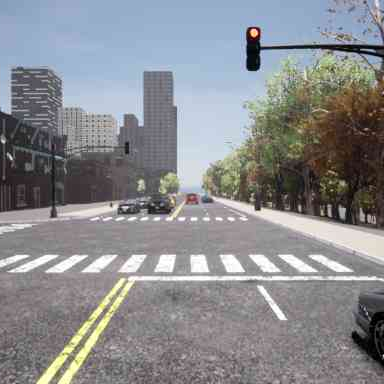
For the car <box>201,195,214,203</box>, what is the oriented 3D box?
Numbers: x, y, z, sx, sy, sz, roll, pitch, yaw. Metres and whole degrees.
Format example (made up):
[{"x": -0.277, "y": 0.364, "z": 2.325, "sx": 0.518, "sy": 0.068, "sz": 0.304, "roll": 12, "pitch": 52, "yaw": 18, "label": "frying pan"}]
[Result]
[{"x": 3.222, "y": 1.539, "z": 65.873, "sx": 1.994, "sy": 1.385, "sz": 4.181, "roll": 0, "pitch": 0, "yaw": 0, "label": "car"}]

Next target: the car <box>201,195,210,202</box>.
[{"x": 3.101, "y": 1.447, "z": 75.901, "sx": 1.882, "sy": 1.535, "sz": 5.008, "roll": 0, "pitch": 0, "yaw": 0, "label": "car"}]

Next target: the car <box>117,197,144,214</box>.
[{"x": -6.662, "y": 1.481, "z": 35.566, "sx": 2.128, "sy": 1.511, "sz": 4.902, "roll": 0, "pitch": 0, "yaw": 0, "label": "car"}]

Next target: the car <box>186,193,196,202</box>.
[{"x": -0.150, "y": 1.195, "z": 75.712, "sx": 2.150, "sy": 2.045, "sz": 5.566, "roll": 0, "pitch": 0, "yaw": 0, "label": "car"}]

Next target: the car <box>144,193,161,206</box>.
[{"x": -6.695, "y": 1.201, "z": 56.655, "sx": 2.150, "sy": 2.045, "sz": 5.566, "roll": 0, "pitch": 0, "yaw": 1, "label": "car"}]

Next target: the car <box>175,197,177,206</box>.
[{"x": -3.427, "y": 1.462, "z": 45.890, "sx": 1.882, "sy": 1.535, "sz": 5.008, "roll": 0, "pitch": 0, "yaw": 0, "label": "car"}]

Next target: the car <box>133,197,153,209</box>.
[{"x": -6.676, "y": 1.476, "z": 45.967, "sx": 2.128, "sy": 1.511, "sz": 4.902, "roll": 0, "pitch": 0, "yaw": 0, "label": "car"}]

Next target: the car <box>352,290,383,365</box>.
[{"x": 3.345, "y": 1.547, "z": 2.555, "sx": 2.033, "sy": 1.411, "sz": 5.357, "roll": 0, "pitch": 0, "yaw": 0, "label": "car"}]

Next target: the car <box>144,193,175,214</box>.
[{"x": -3.422, "y": 1.210, "z": 35.892, "sx": 2.150, "sy": 2.045, "sz": 5.566, "roll": 0, "pitch": 0, "yaw": 1, "label": "car"}]

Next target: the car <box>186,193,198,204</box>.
[{"x": -0.027, "y": 1.195, "z": 62.967, "sx": 2.150, "sy": 2.045, "sz": 5.566, "roll": 0, "pitch": 0, "yaw": 0, "label": "car"}]
